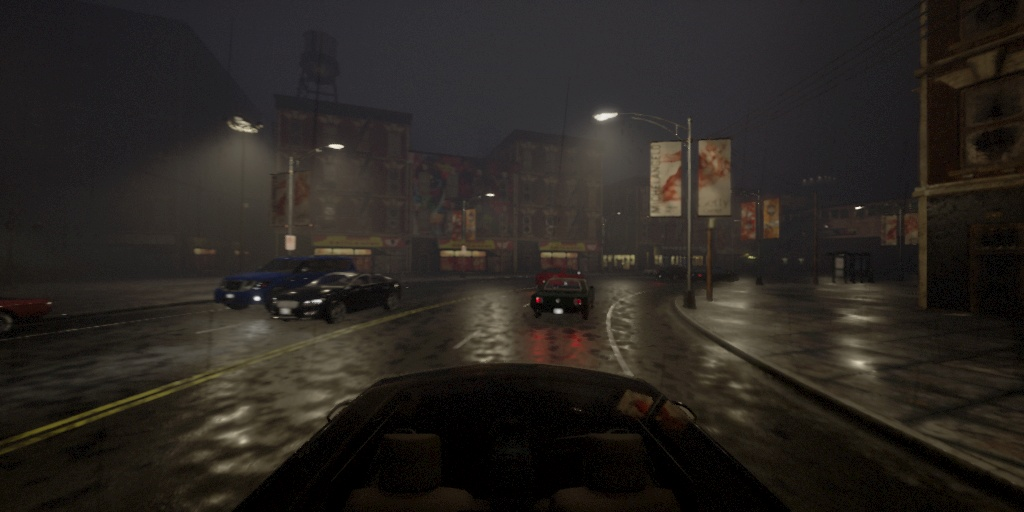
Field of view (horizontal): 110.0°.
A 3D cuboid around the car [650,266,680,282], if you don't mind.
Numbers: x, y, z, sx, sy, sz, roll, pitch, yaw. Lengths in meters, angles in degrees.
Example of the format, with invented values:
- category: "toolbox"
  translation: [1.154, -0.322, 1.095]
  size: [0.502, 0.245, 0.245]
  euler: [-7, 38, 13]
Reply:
- category: "car"
  translation: [16.292, 1.708, 35.416]
  size: [4.892, 1.490, 1.837]
  euler: [1, -1, -28]

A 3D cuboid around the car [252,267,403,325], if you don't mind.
- category: "car"
  translation: [-5.633, 1.284, 12.235]
  size: [2.128, 1.511, 4.902]
  euler: [0, -1, 14]

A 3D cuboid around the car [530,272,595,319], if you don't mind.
- category: "car"
  translation: [2.075, 1.475, 13.464]
  size: [1.895, 1.301, 4.718]
  euler: [0, -1, 16]

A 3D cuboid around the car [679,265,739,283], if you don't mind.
- category: "car"
  translation: [18.263, 1.744, 32.737]
  size: [5.357, 1.411, 2.033]
  euler: [1, -1, -25]

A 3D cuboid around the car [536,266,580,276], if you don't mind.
- category: "car"
  translation: [3.379, 1.460, 24.155]
  size: [1.882, 1.535, 5.008]
  euler: [0, -1, 33]

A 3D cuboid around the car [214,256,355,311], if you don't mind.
- category: "car"
  translation: [-8.670, 1.007, 14.620]
  size: [2.150, 2.045, 5.566]
  euler: [0, -1, 16]

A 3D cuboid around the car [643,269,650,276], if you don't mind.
- category: "car"
  translation: [18.704, 1.907, 44.406]
  size: [4.718, 1.301, 1.895]
  euler: [1, -1, -22]
